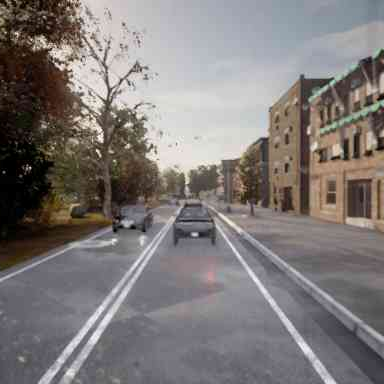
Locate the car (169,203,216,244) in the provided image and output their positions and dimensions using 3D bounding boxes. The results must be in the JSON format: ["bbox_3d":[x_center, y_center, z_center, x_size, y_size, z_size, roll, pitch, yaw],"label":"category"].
[{"bbox_3d":[0.113,1.481,15.746,2.128,1.511,4.902,0,0,0],"label":"car"}]

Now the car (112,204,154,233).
[{"bbox_3d":[-3.335,1.479,19.506,2.128,1.511,4.902,0,0,0],"label":"car"}]

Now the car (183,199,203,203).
[{"bbox_3d":[0.113,1.463,33.917,1.882,1.535,5.008,0,0,0],"label":"car"}]

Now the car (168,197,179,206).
[{"bbox_3d":[-3.330,1.697,60.813,2.128,1.511,4.902,0,-1,0],"label":"car"}]
